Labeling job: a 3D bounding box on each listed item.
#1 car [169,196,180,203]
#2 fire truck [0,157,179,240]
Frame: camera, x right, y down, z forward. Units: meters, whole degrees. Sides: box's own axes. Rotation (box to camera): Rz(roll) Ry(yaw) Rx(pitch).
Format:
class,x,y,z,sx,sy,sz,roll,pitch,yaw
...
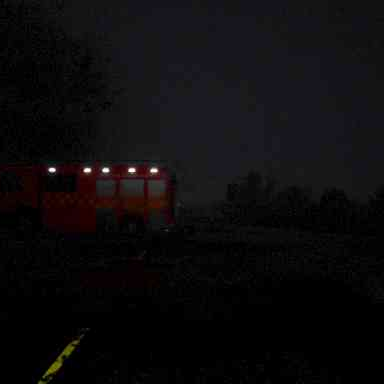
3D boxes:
class,x,y,z,sx,sy,sz,roll,pitch,yaw
car,-3.515,1.487,67.135,1.812,1.442,4.674,0,0,0
fire truck,-5.031,0.248,16.570,8.468,3.827,2.891,1,0,5
